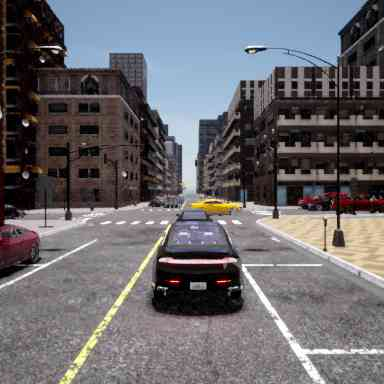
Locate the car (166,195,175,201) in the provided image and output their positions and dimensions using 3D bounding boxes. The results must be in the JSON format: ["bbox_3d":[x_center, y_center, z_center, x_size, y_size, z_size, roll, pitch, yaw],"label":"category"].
[{"bbox_3d":[-5.585,1.481,85.377,1.967,1.590,4.097,0,0,0],"label":"car"}]

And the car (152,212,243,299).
[{"bbox_3d":[0.113,1.491,8.463,2.128,1.511,4.902,0,0,0],"label":"car"}]

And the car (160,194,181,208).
[{"bbox_3d":[-3.006,1.365,48.229,2.097,1.767,4.553,0,0,0],"label":"car"}]

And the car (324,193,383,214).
[{"bbox_3d":[14.730,1.029,29.193,5.009,1.841,2.192,-1,1,0],"label":"car"}]

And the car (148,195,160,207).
[{"bbox_3d":[-5.627,1.581,51.281,1.947,1.339,4.313,0,0,0],"label":"car"}]

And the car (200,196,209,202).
[{"bbox_3d":[2.782,1.612,74.003,1.802,1.307,4.206,0,0,0],"label":"car"}]

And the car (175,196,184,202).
[{"bbox_3d":[-2.902,1.572,79.098,2.033,1.411,5.357,0,0,0],"label":"car"}]

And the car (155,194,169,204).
[{"bbox_3d":[-5.613,1.337,62.646,2.192,1.841,5.009,0,0,0],"label":"car"}]

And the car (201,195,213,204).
[{"bbox_3d":[2.767,1.462,62.638,1.967,1.590,4.097,0,0,0],"label":"car"}]

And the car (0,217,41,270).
[{"bbox_3d":[-5.730,1.582,9.258,1.802,1.307,4.206,0,0,0],"label":"car"}]

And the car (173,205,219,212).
[{"bbox_3d":[0.120,1.565,17.078,1.994,1.385,4.181,0,0,0],"label":"car"}]

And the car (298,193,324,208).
[{"bbox_3d":[14.606,1.015,37.572,5.009,1.841,2.192,-1,1,0],"label":"car"}]

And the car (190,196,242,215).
[{"bbox_3d":[2.253,1.417,31.709,5.008,1.535,1.882,-1,0,0],"label":"car"}]

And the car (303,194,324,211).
[{"bbox_3d":[14.610,1.230,35.001,4.674,1.442,1.812,-1,0,0],"label":"car"}]

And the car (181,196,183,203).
[{"bbox_3d":[-3.008,1.620,58.161,1.895,1.301,4.718,0,0,0],"label":"car"}]

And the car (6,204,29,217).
[{"bbox_3d":[-18.139,1.804,31.554,4.902,1.511,2.128,-1,0,0],"label":"car"}]

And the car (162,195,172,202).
[{"bbox_3d":[-5.599,1.471,74.011,1.967,1.590,4.097,0,0,0],"label":"car"}]
